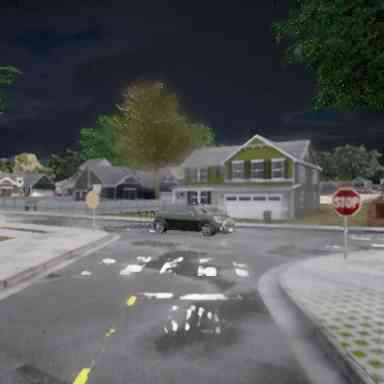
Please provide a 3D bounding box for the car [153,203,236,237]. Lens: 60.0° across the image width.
[{"bbox_3d":[0.102,1.419,18.450,4.553,1.767,2.097,-1,-1,31],"label":"car"}]
